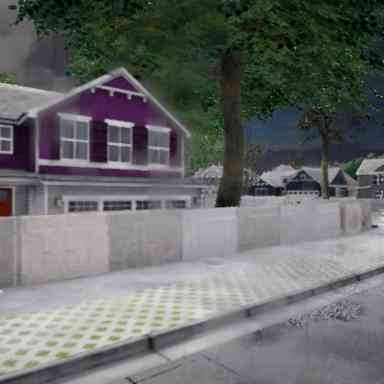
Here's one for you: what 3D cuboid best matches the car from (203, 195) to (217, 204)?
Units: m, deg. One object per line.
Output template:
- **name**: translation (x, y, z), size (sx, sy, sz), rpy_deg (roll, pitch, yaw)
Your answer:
- **car**: translation (3.022, 1.280, 43.828), size (2.097, 1.767, 4.553), rpy_deg (0, 0, -41)
